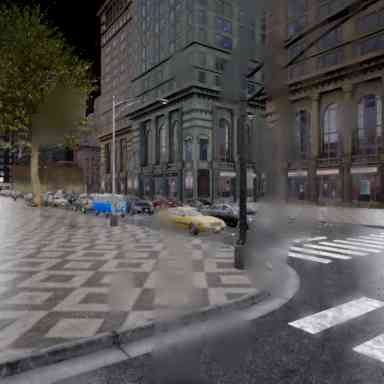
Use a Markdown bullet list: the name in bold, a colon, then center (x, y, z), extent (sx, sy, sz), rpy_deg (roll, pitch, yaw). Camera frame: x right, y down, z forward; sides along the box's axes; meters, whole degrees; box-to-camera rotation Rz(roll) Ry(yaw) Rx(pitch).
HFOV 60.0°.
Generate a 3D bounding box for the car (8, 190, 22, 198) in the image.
- **car**: center (-35.905, 0.483, 68.429), extent (1.967, 1.590, 4.097), rpy_deg (1, 0, -35)

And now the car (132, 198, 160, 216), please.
- **car**: center (-4.921, 1.305, 29.165), extent (1.994, 1.385, 4.181), rpy_deg (0, 1, -35)

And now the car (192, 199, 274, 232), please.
- **car**: center (2.387, 1.370, 18.808), extent (2.128, 1.511, 4.902), rpy_deg (0, 1, -35)

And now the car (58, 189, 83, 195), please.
- **car**: center (-17.860, 0.640, 47.647), extent (2.150, 2.045, 5.566), rpy_deg (0, 1, -35)

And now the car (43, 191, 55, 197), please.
- **car**: center (-35.429, 0.471, 82.526), extent (1.802, 1.307, 4.206), rpy_deg (1, 0, -35)

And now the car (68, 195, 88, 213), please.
- **car**: center (-9.978, 1.230, 31.722), extent (2.008, 1.369, 4.403), rpy_deg (1, 0, -35)

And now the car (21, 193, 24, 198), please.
- **car**: center (-26.184, 0.830, 54.665), extent (2.008, 1.369, 4.403), rpy_deg (1, 0, -35)

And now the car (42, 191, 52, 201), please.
- **car**: center (-19.702, 0.992, 45.490), extent (2.008, 1.369, 4.403), rpy_deg (1, 0, -35)

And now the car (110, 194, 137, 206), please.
- **car**: center (-9.502, 1.074, 45.826), extent (2.008, 1.369, 4.403), rpy_deg (1, 0, -35)

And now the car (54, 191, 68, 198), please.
- **car**: center (-28.947, 0.587, 73.351), extent (1.887, 1.381, 4.507), rpy_deg (1, 0, -35)

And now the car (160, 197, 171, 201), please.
- **car**: center (-3.018, 1.224, 36.647), extent (1.887, 1.381, 4.507), rpy_deg (1, 0, -35)

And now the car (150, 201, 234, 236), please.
- **car**: center (-0.155, 1.398, 17.813), extent (1.752, 1.417, 4.829), rpy_deg (1, 0, -35)

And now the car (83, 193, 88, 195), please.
- **car**: center (-15.984, 0.910, 55.001), extent (2.008, 1.369, 4.403), rpy_deg (1, 0, -35)

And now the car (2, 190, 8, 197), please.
- **car**: center (-42.388, 0.330, 77.605), extent (1.967, 1.590, 4.097), rpy_deg (1, 0, -35)

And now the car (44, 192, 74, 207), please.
- **car**: center (-16.363, 1.051, 40.763), extent (1.752, 1.417, 4.829), rpy_deg (1, 0, -35)

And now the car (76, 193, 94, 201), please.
- **car**: center (-19.225, 0.861, 59.589), extent (1.802, 1.307, 4.206), rpy_deg (1, 0, -35)

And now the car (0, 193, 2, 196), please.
- **car**: center (-45.630, 0.254, 82.194), extent (1.967, 1.590, 4.097), rpy_deg (1, 0, -35)

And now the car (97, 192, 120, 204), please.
- **car**: center (-12.741, 0.881, 50.414), extent (1.967, 1.590, 4.097), rpy_deg (1, 0, -35)

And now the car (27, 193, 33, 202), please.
- **car**: center (-22.943, 0.911, 50.078), extent (2.008, 1.369, 4.403), rpy_deg (1, 0, -35)

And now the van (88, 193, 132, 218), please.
- **van**: center (-6.735, 1.091, 27.133), extent (1.690, 1.788, 3.998), rpy_deg (1, 0, -35)

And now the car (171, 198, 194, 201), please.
- **car**: center (0.221, 1.315, 32.060), extent (1.947, 1.339, 4.313), rpy_deg (1, 0, -35)
